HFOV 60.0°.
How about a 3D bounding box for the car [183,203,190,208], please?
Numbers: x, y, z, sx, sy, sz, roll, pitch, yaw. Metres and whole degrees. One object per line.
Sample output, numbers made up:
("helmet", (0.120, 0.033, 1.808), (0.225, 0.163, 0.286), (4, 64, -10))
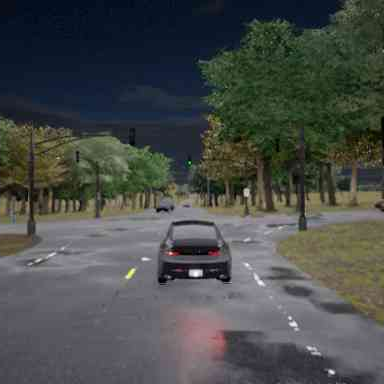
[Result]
("car", (-1.472, 3.662, 88.806), (1.895, 1.301, 4.718), (0, -3, -1))

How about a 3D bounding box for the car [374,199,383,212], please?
("car", (18.145, 0.812, 28.471), (4.553, 1.767, 2.097), (-2, -1, 2))

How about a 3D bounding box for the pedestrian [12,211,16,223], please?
("pedestrian", (-18.080, 2.468, 33.725), (0.375, 1.300, 0.375), (0, 1, 2))

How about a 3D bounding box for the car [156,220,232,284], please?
("car", (0.002, 1.588, 9.875), (1.837, 1.490, 4.892), (0, 0, -2))

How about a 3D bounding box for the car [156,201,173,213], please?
("car", (-4.156, 2.381, 47.867), (1.895, 1.301, 4.718), (0, -1, -1))

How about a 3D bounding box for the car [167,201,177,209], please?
("car", (-4.738, 3.004, 78.287), (2.097, 1.767, 4.553), (0, -2, -1))

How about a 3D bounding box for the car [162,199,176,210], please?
("car", (-4.353, 2.253, 57.735), (2.150, 2.045, 5.566), (0, -1, -2))
